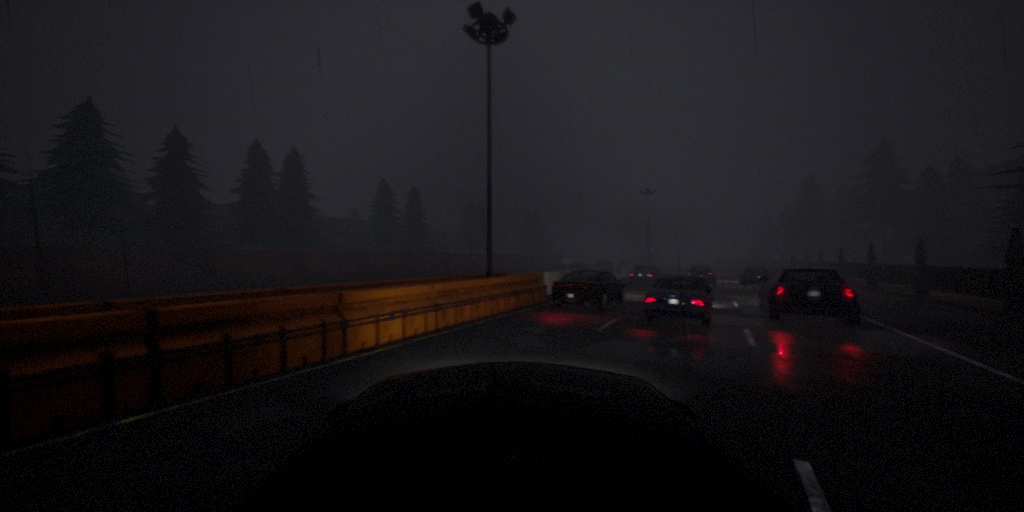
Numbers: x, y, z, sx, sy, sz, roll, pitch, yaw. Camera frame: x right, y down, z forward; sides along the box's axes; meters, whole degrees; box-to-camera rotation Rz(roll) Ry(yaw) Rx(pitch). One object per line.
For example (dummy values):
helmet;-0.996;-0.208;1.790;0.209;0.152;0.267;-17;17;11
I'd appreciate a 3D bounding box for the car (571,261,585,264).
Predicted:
car;10.352;1.502;56.297;1.994;1.385;4.181;0;0;28

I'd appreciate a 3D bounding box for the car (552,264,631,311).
car;3.350;1.272;15.024;1.882;1.535;5.008;0;0;30

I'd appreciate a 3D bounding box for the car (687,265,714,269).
car;14.309;1.385;27.237;1.994;1.385;4.181;0;0;30

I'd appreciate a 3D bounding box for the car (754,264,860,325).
car;9.838;1.123;12.256;2.097;1.767;4.553;0;0;30

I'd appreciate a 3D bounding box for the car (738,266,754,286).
car;17.352;1.373;25.504;1.994;1.385;4.181;0;0;30

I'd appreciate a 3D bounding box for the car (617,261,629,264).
car;16.639;1.441;53.234;1.812;1.442;4.674;0;0;28

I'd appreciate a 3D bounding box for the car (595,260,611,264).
car;14.292;1.436;56.310;1.837;1.490;4.892;0;0;27

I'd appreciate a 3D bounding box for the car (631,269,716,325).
car;5.749;1.327;12.183;2.033;1.411;5.357;0;0;30

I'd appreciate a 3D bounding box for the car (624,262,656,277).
car;10.100;1.375;26.958;2.033;1.411;5.357;0;0;30
